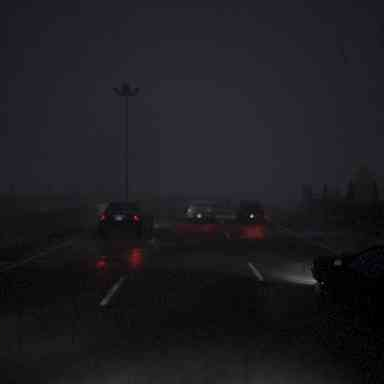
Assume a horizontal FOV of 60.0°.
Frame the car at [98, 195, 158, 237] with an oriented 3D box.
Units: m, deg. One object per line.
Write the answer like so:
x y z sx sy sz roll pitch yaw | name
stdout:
-3.288 1.234 17.437 2.097 1.767 4.553 0 0 2 | car

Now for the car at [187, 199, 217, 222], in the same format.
0.714 1.358 24.771 1.812 1.442 4.674 0 1 6 | car

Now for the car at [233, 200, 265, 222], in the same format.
4.172 1.341 24.341 1.837 1.490 4.892 0 0 5 | car

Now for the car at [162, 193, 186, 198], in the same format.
-2.436 1.122 54.953 2.128 1.511 4.902 0 0 23 | car

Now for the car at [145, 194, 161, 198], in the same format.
-7.182 1.123 52.407 1.882 1.535 5.008 0 0 21 | car

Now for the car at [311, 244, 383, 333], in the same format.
3.599 1.513 5.055 2.033 1.411 5.357 0 0 0 | car

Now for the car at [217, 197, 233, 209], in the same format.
3.927 1.270 41.113 2.033 1.411 5.357 0 0 16 | car
